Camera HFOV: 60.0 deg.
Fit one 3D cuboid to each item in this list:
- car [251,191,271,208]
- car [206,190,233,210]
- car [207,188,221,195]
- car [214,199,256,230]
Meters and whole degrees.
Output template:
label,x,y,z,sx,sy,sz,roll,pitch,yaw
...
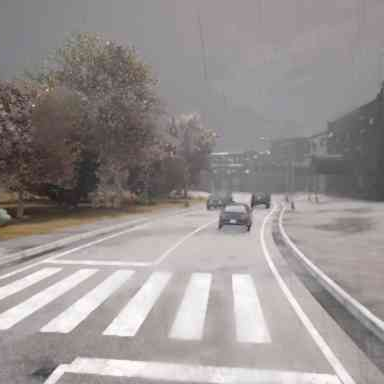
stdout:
label,x,y,z,sx,sy,sz,roll,pitch,yaw
car,8.451,0.840,40.737,2.150,2.045,5.566,1,1,16
car,3.078,0.867,35.586,2.150,2.045,5.566,1,1,16
car,5.108,-0.093,77.306,1.994,1.385,4.181,-1,2,-17
car,2.761,1.413,20.353,1.812,1.442,4.674,1,1,13
